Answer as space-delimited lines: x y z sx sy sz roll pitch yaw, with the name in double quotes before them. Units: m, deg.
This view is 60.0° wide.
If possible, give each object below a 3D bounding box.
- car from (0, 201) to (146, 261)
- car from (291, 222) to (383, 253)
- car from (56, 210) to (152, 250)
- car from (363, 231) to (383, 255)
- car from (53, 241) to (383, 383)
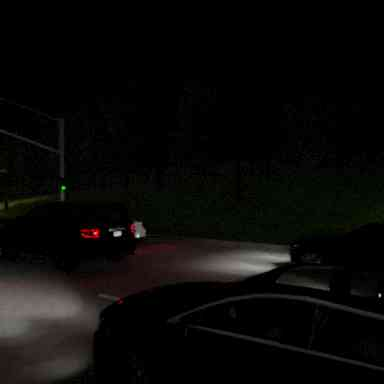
"car" -4.368 1.342 11.380 5.566 2.045 2.150 0 0 36
"car" 5.044 1.537 8.974 4.674 1.442 1.812 -1 0 35
"car" -4.217 1.671 15.575 4.674 1.442 1.812 -1 0 36
"car" 5.452 1.524 4.405 5.357 1.411 2.033 -1 0 36
"car" 1.052 1.503 3.242 4.902 1.511 2.128 -1 0 35
